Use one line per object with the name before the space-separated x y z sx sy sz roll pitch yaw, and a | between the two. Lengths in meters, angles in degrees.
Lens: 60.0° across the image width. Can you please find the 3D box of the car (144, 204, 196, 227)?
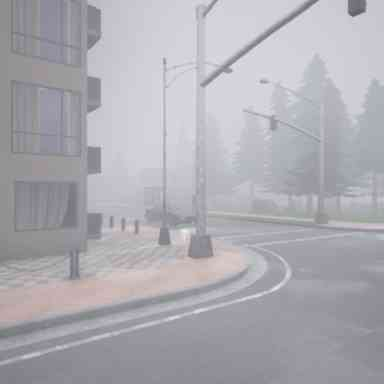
car | -1.426 1.541 22.907 2.033 1.411 5.357 0 0 -35
